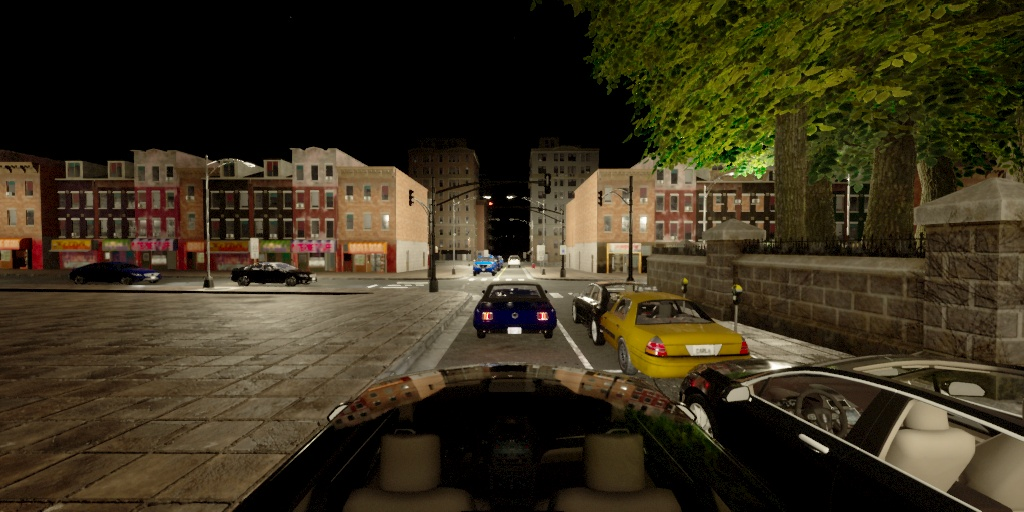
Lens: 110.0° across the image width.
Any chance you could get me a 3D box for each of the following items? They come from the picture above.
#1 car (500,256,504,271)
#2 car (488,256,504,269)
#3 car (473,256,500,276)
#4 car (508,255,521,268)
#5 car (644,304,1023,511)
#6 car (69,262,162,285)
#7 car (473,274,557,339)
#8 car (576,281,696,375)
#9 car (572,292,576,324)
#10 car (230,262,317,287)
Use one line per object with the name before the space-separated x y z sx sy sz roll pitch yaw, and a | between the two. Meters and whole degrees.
car | -2.645 0.988 47.873 2.150 2.045 5.566 0 0 1
car | -2.553 0.999 58.546 2.150 2.045 5.566 0 0 1
car | -2.744 0.978 37.261 2.150 2.045 5.566 0 0 0
car | 0.409 1.006 63.754 2.150 2.045 5.566 0 0 0
car | 2.637 1.300 2.146 2.007 1.370 4.403 0 0 0
car | -25.130 1.082 22.772 4.674 1.442 1.812 1 1 0
car | 0.076 1.348 10.086 1.895 1.301 4.718 0 0 0
car | 2.687 1.273 7.307 1.751 1.417 4.829 0 0 0
car | 2.662 1.298 9.281 2.007 1.370 4.403 0 0 0
car | -15.025 1.159 22.748 4.902 1.511 2.128 1 1 0
